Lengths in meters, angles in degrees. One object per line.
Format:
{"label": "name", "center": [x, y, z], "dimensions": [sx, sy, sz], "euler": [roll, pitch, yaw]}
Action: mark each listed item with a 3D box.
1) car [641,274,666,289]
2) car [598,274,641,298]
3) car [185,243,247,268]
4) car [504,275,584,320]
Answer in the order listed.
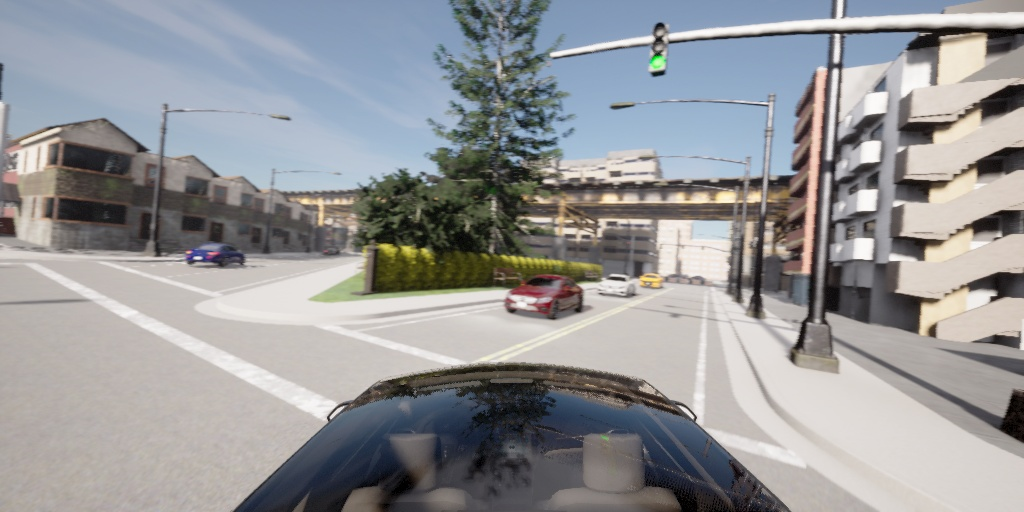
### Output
{"label": "car", "center": [15.292, 2.713, 39.247], "dimensions": [1.882, 1.535, 5.008], "euler": [4, -1, 29]}
{"label": "car", "center": [7.351, 2.015, 24.809], "dimensions": [1.812, 1.442, 4.674], "euler": [4, 0, 28]}
{"label": "car", "center": [-18.725, -0.071, 22.842], "dimensions": [1.812, 1.442, 4.674], "euler": [5, -1, -17]}
{"label": "car", "center": [1.451, 1.460, 13.941], "dimensions": [1.812, 1.442, 4.674], "euler": [4, 0, 28]}
